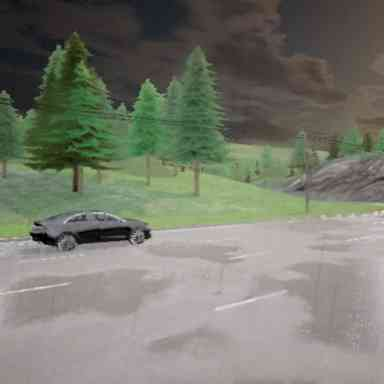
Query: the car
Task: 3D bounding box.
[{"bbox_3d":[-4.006,1.495,13.790,4.902,1.511,2.128,0,0,-35],"label":"car"}]
